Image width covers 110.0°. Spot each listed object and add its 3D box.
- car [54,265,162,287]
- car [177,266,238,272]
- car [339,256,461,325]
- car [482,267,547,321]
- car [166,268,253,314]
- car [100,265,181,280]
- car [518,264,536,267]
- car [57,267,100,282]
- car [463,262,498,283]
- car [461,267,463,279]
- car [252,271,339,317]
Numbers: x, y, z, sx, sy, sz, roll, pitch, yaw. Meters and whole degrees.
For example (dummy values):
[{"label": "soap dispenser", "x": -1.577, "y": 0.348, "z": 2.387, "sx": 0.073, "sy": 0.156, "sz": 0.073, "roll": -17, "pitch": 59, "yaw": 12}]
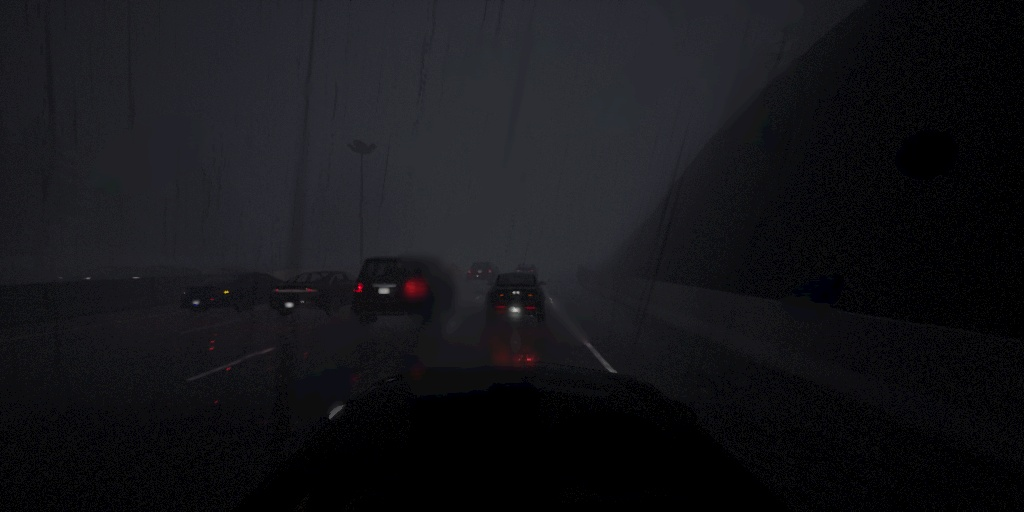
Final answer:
[{"label": "car", "x": -30.785, "y": 1.449, "z": 27.637, "sx": 2.033, "sy": 1.411, "sz": 5.357, "roll": 0, "pitch": 0, "yaw": 5}, {"label": "car", "x": -20.426, "y": 1.487, "z": 25.511, "sx": 1.895, "sy": 1.301, "sz": 4.718, "roll": 0, "pitch": 0, "yaw": 5}, {"label": "car", "x": -3.353, "y": 1.030, "z": 12.188, "sx": 2.150, "sy": 2.045, "sz": 5.566, "roll": 0, "pitch": 0, "yaw": 1}, {"label": "car", "x": 0.167, "y": 1.315, "z": 12.683, "sx": 1.837, "sy": 1.490, "sz": 4.892, "roll": 0, "pitch": 0, "yaw": 1}, {"label": "car", "x": -10.318, "y": 1.347, "z": 14.087, "sx": 1.812, "sy": 1.442, "sz": 4.674, "roll": 0, "pitch": 0, "yaw": 1}, {"label": "car", "x": -24.006, "y": 1.374, "z": 24.501, "sx": 2.128, "sy": 1.511, "sz": 4.902, "roll": 0, "pitch": 0, "yaw": 4}, {"label": "car", "x": 1.258, "y": 1.395, "z": 30.067, "sx": 2.128, "sy": 1.511, "sz": 4.902, "roll": 0, "pitch": 0, "yaw": 6}, {"label": "car", "x": -27.489, "y": 1.411, "z": 24.847, "sx": 1.812, "sy": 1.442, "sz": 4.674, "roll": 0, "pitch": 0, "yaw": 4}, {"label": "car", "x": -2.284, "y": 1.255, "z": 29.810, "sx": 2.097, "sy": 1.767, "sz": 4.553, "roll": 0, "pitch": 0, "yaw": 6}, {"label": "car", "x": -5.600, "y": 1.392, "z": 31.691, "sx": 1.882, "sy": 1.535, "sz": 5.008, "roll": 0, "pitch": 0, "yaw": 6}, {"label": "car", "x": -6.816, "y": 1.308, "z": 13.484, "sx": 2.128, "sy": 1.511, "sz": 4.902, "roll": 0, "pitch": 0, "yaw": 1}]
